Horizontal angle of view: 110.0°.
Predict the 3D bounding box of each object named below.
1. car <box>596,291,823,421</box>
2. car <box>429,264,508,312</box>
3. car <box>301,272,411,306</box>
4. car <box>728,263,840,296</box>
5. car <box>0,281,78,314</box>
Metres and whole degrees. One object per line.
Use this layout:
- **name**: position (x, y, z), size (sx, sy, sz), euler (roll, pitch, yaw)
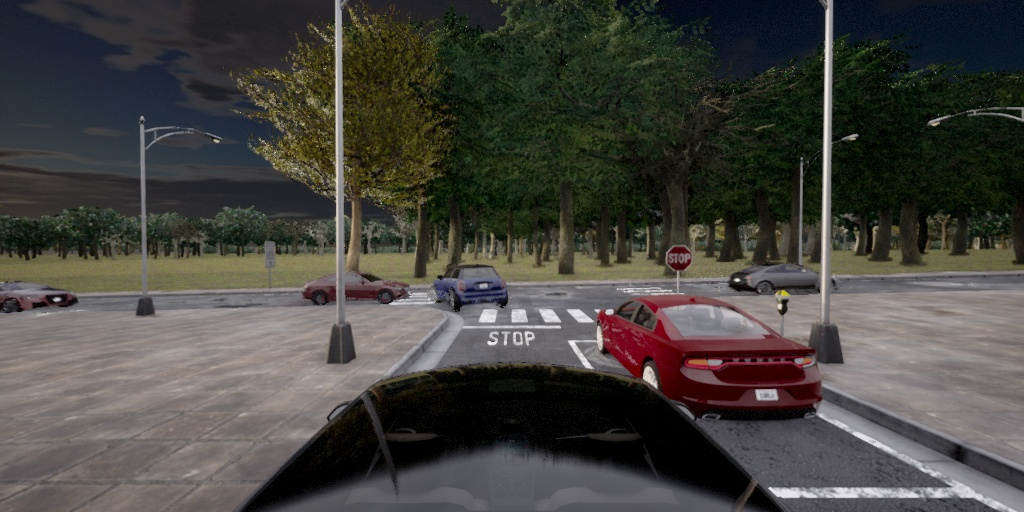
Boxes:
- **car**: position (2.636, 1.296, 5.924), size (1.888, 1.381, 4.507), euler (0, 0, 0)
- **car**: position (-1.908, 1.133, 14.803), size (2.097, 1.767, 4.553), euler (-2, 0, -24)
- **car**: position (-7.032, 1.435, 16.359), size (4.674, 1.442, 1.812), euler (-1, 1, 0)
- **car**: position (12.274, 1.021, 16.367), size (4.181, 1.385, 1.994), euler (-1, 1, 0)
- **car**: position (-22.751, 1.856, 16.357), size (4.181, 1.385, 1.994), euler (-1, 1, 0)
